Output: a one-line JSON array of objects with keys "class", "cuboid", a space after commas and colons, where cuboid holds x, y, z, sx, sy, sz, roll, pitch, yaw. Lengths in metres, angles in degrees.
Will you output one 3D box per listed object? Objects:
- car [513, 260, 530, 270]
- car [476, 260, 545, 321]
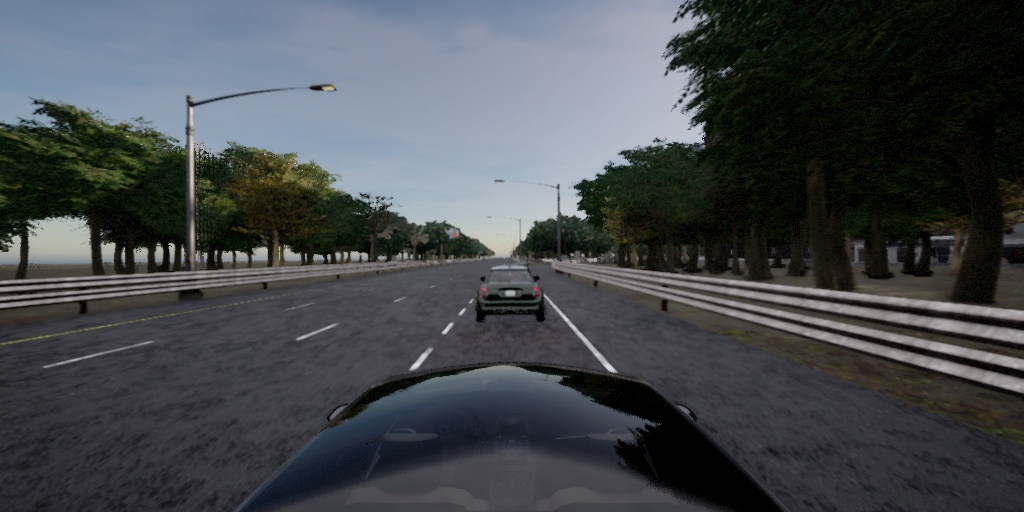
[{"class": "car", "cuboid": [1.619, 1.368, 56.591, 1.994, 1.385, 4.181, -1, 0, 11]}, {"class": "car", "cuboid": [-0.062, 1.116, 12.661, 2.097, 1.767, 4.553, -1, 0, 0]}]
